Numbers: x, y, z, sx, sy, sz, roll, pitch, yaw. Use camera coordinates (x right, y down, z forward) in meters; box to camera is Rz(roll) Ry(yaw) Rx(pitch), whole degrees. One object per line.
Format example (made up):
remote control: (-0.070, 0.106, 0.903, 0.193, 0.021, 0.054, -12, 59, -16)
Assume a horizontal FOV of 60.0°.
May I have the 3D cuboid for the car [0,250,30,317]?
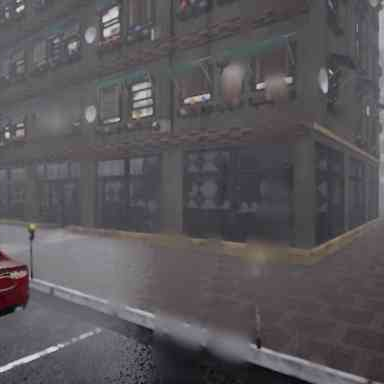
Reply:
car: (-4.823, 1.467, 6.217, 4.507, 1.381, 1.887, 1, 0, 36)
